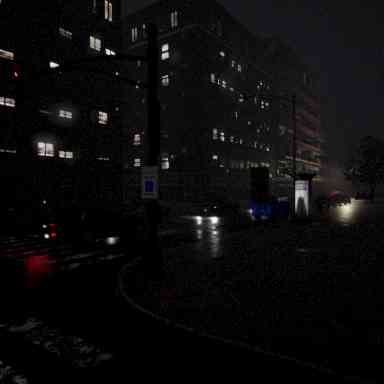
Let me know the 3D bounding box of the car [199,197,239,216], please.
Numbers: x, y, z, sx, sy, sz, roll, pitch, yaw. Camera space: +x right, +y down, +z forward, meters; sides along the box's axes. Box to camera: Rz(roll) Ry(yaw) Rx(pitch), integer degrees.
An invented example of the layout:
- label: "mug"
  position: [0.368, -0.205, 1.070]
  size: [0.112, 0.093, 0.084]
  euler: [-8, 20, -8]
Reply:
- label: "car"
  position: [2.418, 1.165, 28.398]
  size: [1.812, 1.442, 4.674]
  euler: [0, 1, 35]

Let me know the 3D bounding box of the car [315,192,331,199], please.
- label: "car"
  position: [25.724, 0.621, 65.265]
  size: [1.802, 1.307, 4.206]
  euler: [1, 1, 36]

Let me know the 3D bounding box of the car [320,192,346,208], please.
- label: "car"
  position: [15.576, 0.979, 37.490]
  size: [1.887, 1.381, 4.507]
  euler: [1, 1, 36]

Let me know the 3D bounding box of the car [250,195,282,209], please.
- label: "car"
  position: [8.217, 1.066, 36.519]
  size: [1.994, 1.385, 4.181]
  euler: [0, 1, 35]

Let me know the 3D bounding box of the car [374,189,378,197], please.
- label: "car"
  position: [31.998, 0.590, 60.490]
  size: [1.887, 1.381, 4.507]
  euler: [1, 1, 36]

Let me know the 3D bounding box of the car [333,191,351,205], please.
- label: "car"
  position: [18.861, 0.923, 42.091]
  size: [1.947, 1.339, 4.313]
  euler: [1, 1, 36]

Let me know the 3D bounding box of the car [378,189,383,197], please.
- label: "car"
  position: [41.851, 0.355, 74.289]
  size: [1.887, 1.381, 4.507]
  euler: [1, 1, 36]

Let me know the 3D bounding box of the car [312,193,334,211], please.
- label: "car"
  position: [12.292, 1.078, 32.891]
  size: [1.947, 1.339, 4.313]
  euler: [1, 1, 36]

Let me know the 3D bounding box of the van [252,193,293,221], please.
- label: "van"
  position: [5.724, 1.008, 23.687]
  size: [1.690, 1.788, 3.998]
  euler: [1, 1, 36]

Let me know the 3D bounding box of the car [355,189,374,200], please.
- label: "car"
  position: [28.714, 0.563, 55.888]
  size: [1.967, 1.590, 4.097]
  euler: [1, 1, 36]

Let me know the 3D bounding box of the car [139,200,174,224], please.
- label: "car"
  position: [-3.335, 1.322, 20.343]
  size: [2.033, 1.411, 5.357]
  euler: [0, 1, 36]

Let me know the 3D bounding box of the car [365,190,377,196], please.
- label: "car"
  position: [44.241, 0.216, 82.067]
  size: [1.994, 1.385, 4.181]
  euler: [0, 1, 36]

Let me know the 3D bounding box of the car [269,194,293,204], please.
- label: "car"
  position: [12.601, 0.932, 46.885]
  size: [1.802, 1.307, 4.206]
  euler: [1, 1, 36]

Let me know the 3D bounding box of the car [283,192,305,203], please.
- label: "car"
  position: [15.783, 0.800, 51.341]
  size: [1.752, 1.417, 4.829]
  euler: [1, 1, 36]

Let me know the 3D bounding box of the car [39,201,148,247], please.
- label: "car"
  position: [-4.041, 1.358, 14.447]
  size: [1.837, 1.490, 4.892]
  euler: [0, 1, 36]

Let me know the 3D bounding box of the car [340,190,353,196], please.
- label: "car"
  position: [38.848, 0.277, 83.644]
  size: [2.008, 1.369, 4.403]
  euler: [1, 1, 36]

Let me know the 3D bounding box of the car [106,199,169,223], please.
- label: "car"
  position: [-3.804, 1.283, 23.909]
  size: [1.887, 1.381, 4.507]
  euler: [1, 1, 36]

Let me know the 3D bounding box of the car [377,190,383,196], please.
- label: "car"
  position: [45.135, 0.314, 78.889]
  size: [1.802, 1.307, 4.206]
  euler: [1, 1, 36]

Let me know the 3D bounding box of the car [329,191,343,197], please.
- label: "car"
  position: [32.286, 0.427, 74.454]
  size: [1.887, 1.381, 4.507]
  euler: [1, 1, 36]
